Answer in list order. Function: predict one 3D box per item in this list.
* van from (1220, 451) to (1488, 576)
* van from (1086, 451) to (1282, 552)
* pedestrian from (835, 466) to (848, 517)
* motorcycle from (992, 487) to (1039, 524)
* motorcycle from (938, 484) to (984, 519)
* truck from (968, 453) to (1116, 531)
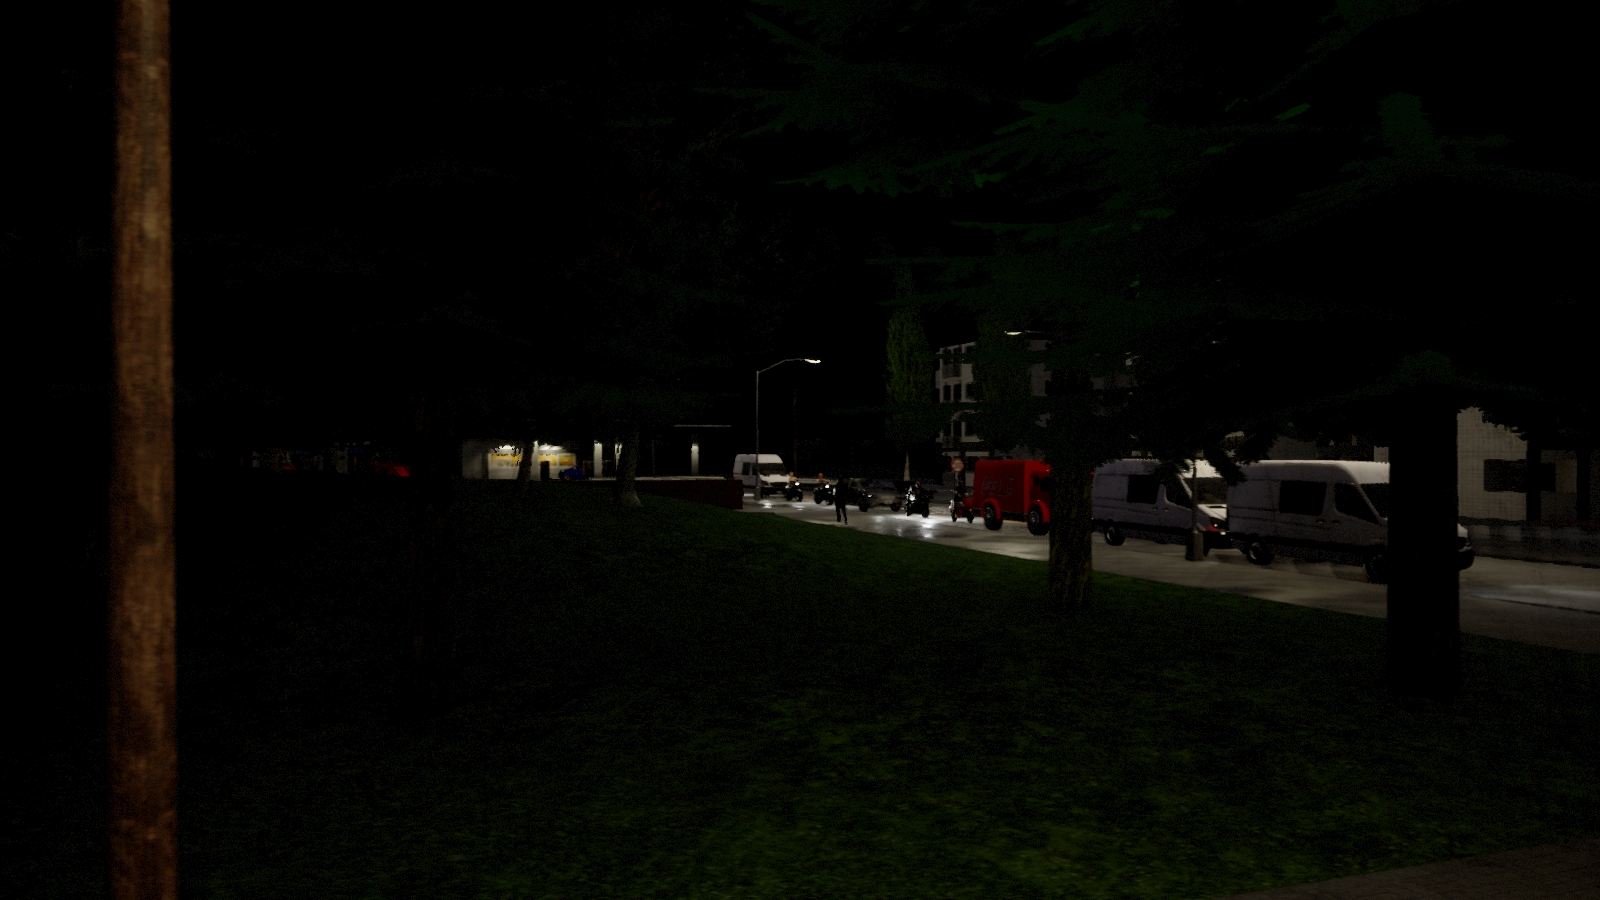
[{"bbox_3d":[12.632,1.314,26.633,1.988,2.561,5.915,0,0,-20],"label":"van"},{"bbox_3d":[10.617,1.314,32.225,1.988,2.561,5.915,0,0,-20],"label":"van"},{"bbox_3d":[1.526,1.525,41.843,0.375,1.860,0.375,0,0,-19],"label":"pedestrian"},{"bbox_3d":[7.639,1.962,40.559,0.856,1.236,1.805,0,0,-20],"label":"motorcycle"},{"bbox_3d":[6.236,1.985,44.401,0.867,1.251,2.209,0,0,-20],"label":"motorcycle"},{"bbox_3d":[8.146,1.348,39.098,2.627,2.467,5.204,0,0,-20],"label":"truck"}]
